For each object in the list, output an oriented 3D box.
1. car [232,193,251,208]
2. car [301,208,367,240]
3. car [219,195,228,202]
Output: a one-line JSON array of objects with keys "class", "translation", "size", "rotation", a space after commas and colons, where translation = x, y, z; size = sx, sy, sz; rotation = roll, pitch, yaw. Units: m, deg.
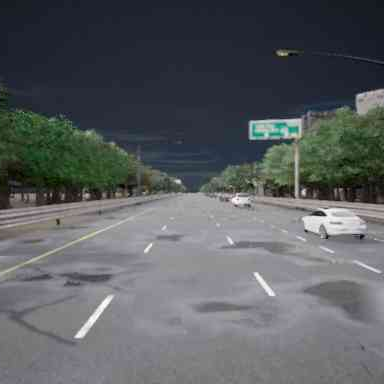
[{"class": "car", "translation": [7.094, 1.186, 48.282], "size": [2.150, 2.045, 5.566], "rotation": [0, 0, 0]}, {"class": "car", "translation": [7.011, 1.529, 16.823], "size": [1.812, 1.442, 4.674], "rotation": [0, 0, 0]}, {"class": "car", "translation": [7.173, 1.461, 75.348], "size": [1.812, 1.442, 4.674], "rotation": [0, 0, 0]}]
